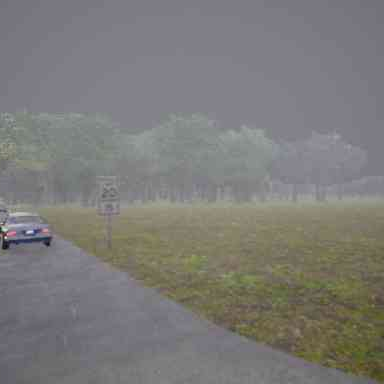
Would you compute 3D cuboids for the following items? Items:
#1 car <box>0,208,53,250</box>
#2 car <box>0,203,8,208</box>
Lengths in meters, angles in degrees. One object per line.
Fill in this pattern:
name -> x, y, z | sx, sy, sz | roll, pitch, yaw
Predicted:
car -> -7.645, 1.633, 15.124 | 2.033, 1.411, 5.357 | -2, 0, -32
car -> -26.295, 2.135, 45.341 | 1.994, 1.385, 4.181 | -2, 0, -32
